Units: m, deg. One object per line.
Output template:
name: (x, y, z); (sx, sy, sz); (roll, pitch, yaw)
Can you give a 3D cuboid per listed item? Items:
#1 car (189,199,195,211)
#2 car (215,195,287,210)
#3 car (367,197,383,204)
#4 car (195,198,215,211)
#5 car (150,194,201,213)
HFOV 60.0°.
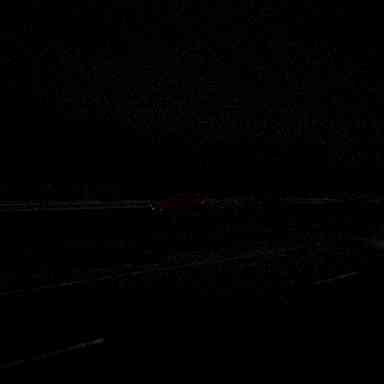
car: (2.210, 1.590, 31.360); (4.181, 1.385, 1.994); (0, 0, -35)
car: (4.692, 1.243, 24.534); (5.566, 2.045, 2.150); (0, 0, -35)
car: (31.641, 1.681, 56.558); (5.008, 1.535, 1.882); (0, 0, -35)
car: (3.028, 1.500, 27.645); (5.008, 1.535, 1.882); (0, 0, -36)
car: (-1.424, 1.243, 33.069); (5.566, 2.045, 2.150); (0, 0, -35)
